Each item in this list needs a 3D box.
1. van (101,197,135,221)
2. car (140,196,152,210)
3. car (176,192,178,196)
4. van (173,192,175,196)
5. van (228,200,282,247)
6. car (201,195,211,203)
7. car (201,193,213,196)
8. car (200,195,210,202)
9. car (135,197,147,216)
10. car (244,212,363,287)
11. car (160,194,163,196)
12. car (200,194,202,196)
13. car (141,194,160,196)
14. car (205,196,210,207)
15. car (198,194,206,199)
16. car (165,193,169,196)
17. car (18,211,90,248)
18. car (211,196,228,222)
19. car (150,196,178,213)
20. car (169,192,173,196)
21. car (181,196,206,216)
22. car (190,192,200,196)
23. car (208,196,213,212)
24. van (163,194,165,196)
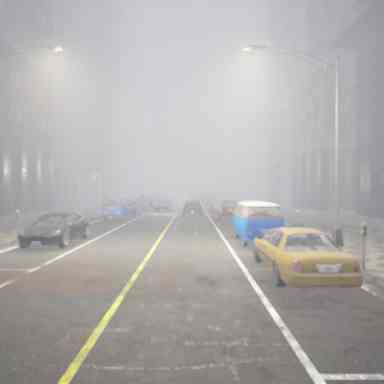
[{"bbox_3d":[-5.774,1.260,25.746,1.690,1.788,3.998,0,0,0],"label":"van"},{"bbox_3d":[-5.777,1.451,37.021,1.947,1.339,4.313,0,0,0],"label":"car"},{"bbox_3d":[-5.796,1.268,93.387,2.008,1.369,4.403,0,0,0],"label":"car"},{"bbox_3d":[-5.793,1.090,82.113,1.690,1.788,3.998,0,0,0],"label":"van"},{"bbox_3d":[2.754,1.295,14.488,1.690,1.788,3.998,0,0,0],"label":"van"},{"bbox_3d":[2.738,1.344,65.216,1.887,1.381,4.507,0,0,0],"label":"car"},{"bbox_3d":[2.744,1.291,48.306,1.967,1.590,4.097,0,0,0],"label":"car"},{"bbox_3d":[2.736,1.349,70.852,1.947,1.339,4.313,0,0,0],"label":"car"},{"bbox_3d":[-5.775,1.468,31.384,1.947,1.339,4.313,0,0,0],"label":"car"},{"bbox_3d":[2.757,1.496,9.023,1.752,1.417,4.829,0,0,0],"label":"car"},{"bbox_3d":[-5.781,1.395,48.294,1.887,1.381,4.507,0,0,0],"label":"car"},{"bbox_3d":[2.742,1.400,53.943,1.947,1.339,4.313,0,0,0],"label":"car"},{"bbox_3d":[-5.780,1.183,42.656,2.192,1.841,5.009,0,0,0],"label":"car"},{"bbox_3d":[2.748,1.436,37.034,2.008,1.369,4.403,0,0,0],"label":"car"},{"bbox_3d":[2.729,1.284,93.396,1.947,1.339,4.313,0,0,0],"label":"car"},{"bbox_3d":[-5.785,1.257,59.567,1.967,1.590,4.097,0,0,0],"label":"car"},{"bbox_3d":[-5.770,1.520,14.474,1.947,1.339,4.313,0,0,0],"label":"car"},{"bbox_3d":[2.751,1.359,25.761,1.967,1.590,4.097,0,0,0],"label":"car"},{"bbox_3d":[-3.017,1.435,36.330,2.033,1.411,5.357,0,0,0],"label":"car"},{"bbox_3d":[-5.789,1.223,70.841,1.967,1.590,4.097,0,0,0],"label":"car"},{"bbox_3d":[0.059,1.410,31.340,1.837,1.490,4.892,0,1,0],"label":"car"},{"bbox_3d":[-0.013,1.282,56.418,1.801,1.575,5.366,0,0,0],"label":"car"},{"bbox_3d":[2.749,1.427,31.568,1.752,1.417,4.829,0,0,0],"label":"car"},{"bbox_3d":[-5.784,1.174,53.930,1.690,1.788,3.998,0,0,0],"label":"van"}]
